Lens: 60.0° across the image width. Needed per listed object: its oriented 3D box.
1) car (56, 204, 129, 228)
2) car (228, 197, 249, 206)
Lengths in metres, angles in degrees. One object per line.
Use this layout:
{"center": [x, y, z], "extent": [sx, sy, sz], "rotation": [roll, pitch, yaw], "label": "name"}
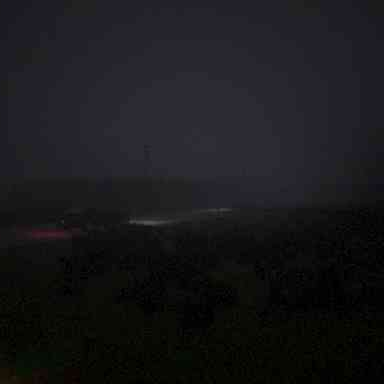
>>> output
{"center": [-5.904, 1.485, 20.503], "extent": [1.882, 1.535, 5.008], "rotation": [0, 0, 30], "label": "car"}
{"center": [6.835, 1.521, 48.945], "extent": [2.128, 1.511, 4.902], "rotation": [0, 0, 30], "label": "car"}
